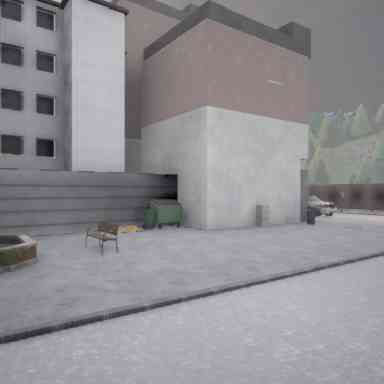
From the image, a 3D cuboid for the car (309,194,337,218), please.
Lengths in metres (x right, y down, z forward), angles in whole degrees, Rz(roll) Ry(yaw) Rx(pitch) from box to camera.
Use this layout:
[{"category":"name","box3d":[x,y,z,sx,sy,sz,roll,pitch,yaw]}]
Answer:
[{"category":"car","box3d":[10.634,1.221,31.094,2.150,2.045,5.566,0,0,-36]}]
